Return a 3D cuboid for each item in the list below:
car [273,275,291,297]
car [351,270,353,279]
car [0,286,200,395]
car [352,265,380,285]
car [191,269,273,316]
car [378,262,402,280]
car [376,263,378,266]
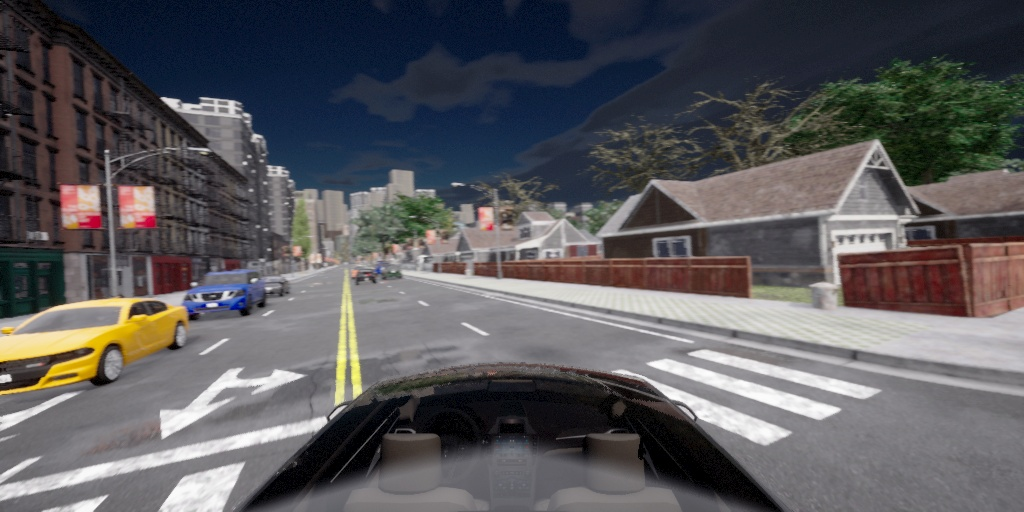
[{"bbox_3d":[-17.601,2.203,26.335,2.128,1.511,4.902,-3,0,-25],"label":"car"},{"bbox_3d":[-20.861,2.225,49.294,2.097,1.767,4.553,-3,0,-25],"label":"car"},{"bbox_3d":[-9.119,1.728,7.911,1.882,1.535,5.008,-3,0,-25],"label":"car"},{"bbox_3d":[-14.848,2.054,36.314,1.837,1.490,4.892,-3,-1,-24],"label":"car"},{"bbox_3d":[-13.341,1.702,17.035,2.150,2.045,5.566,-3,0,-25],"label":"car"},{"bbox_3d":[-14.642,1.890,43.470,2.097,1.767,4.553,-3,0,-24],"label":"car"},{"bbox_3d":[-18.939,1.987,52.668,2.150,2.045,5.566,-3,0,-25],"label":"car"}]
